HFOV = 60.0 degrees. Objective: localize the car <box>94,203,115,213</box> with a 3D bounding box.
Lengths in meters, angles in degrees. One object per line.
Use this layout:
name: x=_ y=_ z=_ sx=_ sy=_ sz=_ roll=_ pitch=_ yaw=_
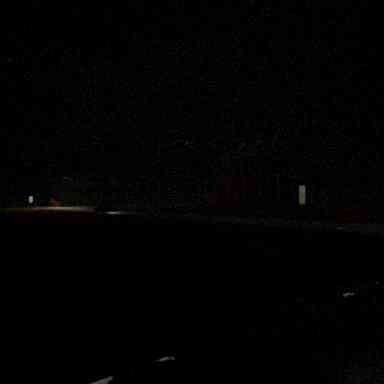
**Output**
car: x=-14.102 y=2.523 z=53.298 sx=2.033 sy=1.411 sz=5.357 roll=0 pitch=-2 yaw=-36
